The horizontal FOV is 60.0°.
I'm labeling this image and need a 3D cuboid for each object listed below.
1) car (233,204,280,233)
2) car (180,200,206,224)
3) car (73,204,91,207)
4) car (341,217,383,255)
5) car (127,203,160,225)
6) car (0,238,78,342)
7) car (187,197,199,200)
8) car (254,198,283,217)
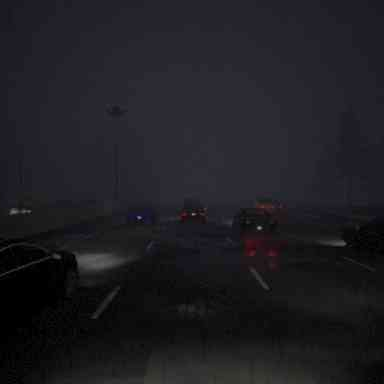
[{"bbox_3d":[3.599,1.615,19.950,1.895,1.301,4.718,0,0,0],"label":"car"},{"bbox_3d":[0.097,1.565,25.193,2.033,1.411,5.357,0,0,0],"label":"car"},{"bbox_3d":[-14.096,1.577,43.781,2.033,1.411,5.357,0,0,0],"label":"car"},{"bbox_3d":[7.098,1.556,11.345,2.033,1.411,5.357,0,0,0],"label":"car"},{"bbox_3d":[-3.403,1.494,24.027,1.882,1.535,5.008,0,0,0],"label":"car"},{"bbox_3d":[-3.401,1.495,5.390,2.128,1.511,4.902,0,0,0],"label":"car"},{"bbox_3d":[0.095,1.382,42.125,2.097,1.767,4.553,0,0,0],"label":"car"},{"bbox_3d":[7.097,1.374,31.558,2.097,1.767,4.553,0,0,0],"label":"car"}]
